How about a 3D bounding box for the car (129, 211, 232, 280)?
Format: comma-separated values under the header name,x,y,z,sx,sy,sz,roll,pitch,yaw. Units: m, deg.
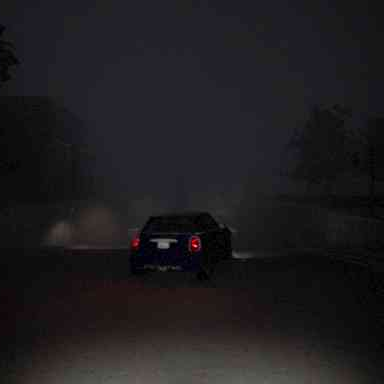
name,x,y,z,sx,sy,sz,roll,pitch,yaw
car,-0.118,1.378,10.242,2.097,1.767,4.553,-1,-1,16
